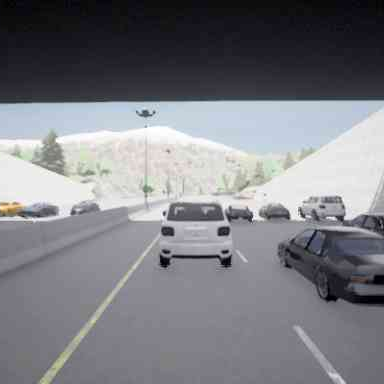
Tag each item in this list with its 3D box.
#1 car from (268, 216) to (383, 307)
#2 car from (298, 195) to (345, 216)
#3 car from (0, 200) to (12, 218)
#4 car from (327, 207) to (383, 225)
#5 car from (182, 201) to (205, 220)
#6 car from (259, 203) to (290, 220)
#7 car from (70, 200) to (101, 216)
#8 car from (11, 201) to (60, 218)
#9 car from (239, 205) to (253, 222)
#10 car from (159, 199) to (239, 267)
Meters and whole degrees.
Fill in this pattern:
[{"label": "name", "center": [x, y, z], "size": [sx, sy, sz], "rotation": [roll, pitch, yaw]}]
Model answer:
[{"label": "car", "center": [3.603, 1.569, 8.261], "size": [2.033, 1.411, 5.357], "rotation": [0, 0, 0]}, {"label": "car", "center": [10.626, 1.291, 27.526], "size": [2.150, 2.045, 5.566], "rotation": [0, 0, 0]}, {"label": "car", "center": [-17.564, 1.557, 31.545], "size": [1.882, 1.535, 5.008], "rotation": [0, 0, 0]}, {"label": "car", "center": [7.108, 1.537, 12.529], "size": [1.837, 1.490, 4.892], "rotation": [0, 0, 0]}, {"label": "car", "center": [0.114, 1.600, 29.415], "size": [1.812, 1.442, 4.674], "rotation": [0, 0, 0]}, {"label": "car", "center": [7.127, 1.638, 29.063], "size": [1.994, 1.385, 4.181], "rotation": [0, 0, 0]}, {"label": "car", "center": [-10.561, 1.575, 33.240], "size": [2.128, 1.511, 4.902], "rotation": [0, 0, 0]}, {"label": "car", "center": [-14.069, 1.626, 30.870], "size": [2.033, 1.411, 5.357], "rotation": [0, 0, 0]}, {"label": "car", "center": [3.624, 1.669, 26.837], "size": [1.895, 1.301, 4.718], "rotation": [0, 0, 0]}, {"label": "car", "center": [0.106, 1.251, 11.680], "size": [2.150, 2.045, 5.566], "rotation": [0, 0, 0]}]
